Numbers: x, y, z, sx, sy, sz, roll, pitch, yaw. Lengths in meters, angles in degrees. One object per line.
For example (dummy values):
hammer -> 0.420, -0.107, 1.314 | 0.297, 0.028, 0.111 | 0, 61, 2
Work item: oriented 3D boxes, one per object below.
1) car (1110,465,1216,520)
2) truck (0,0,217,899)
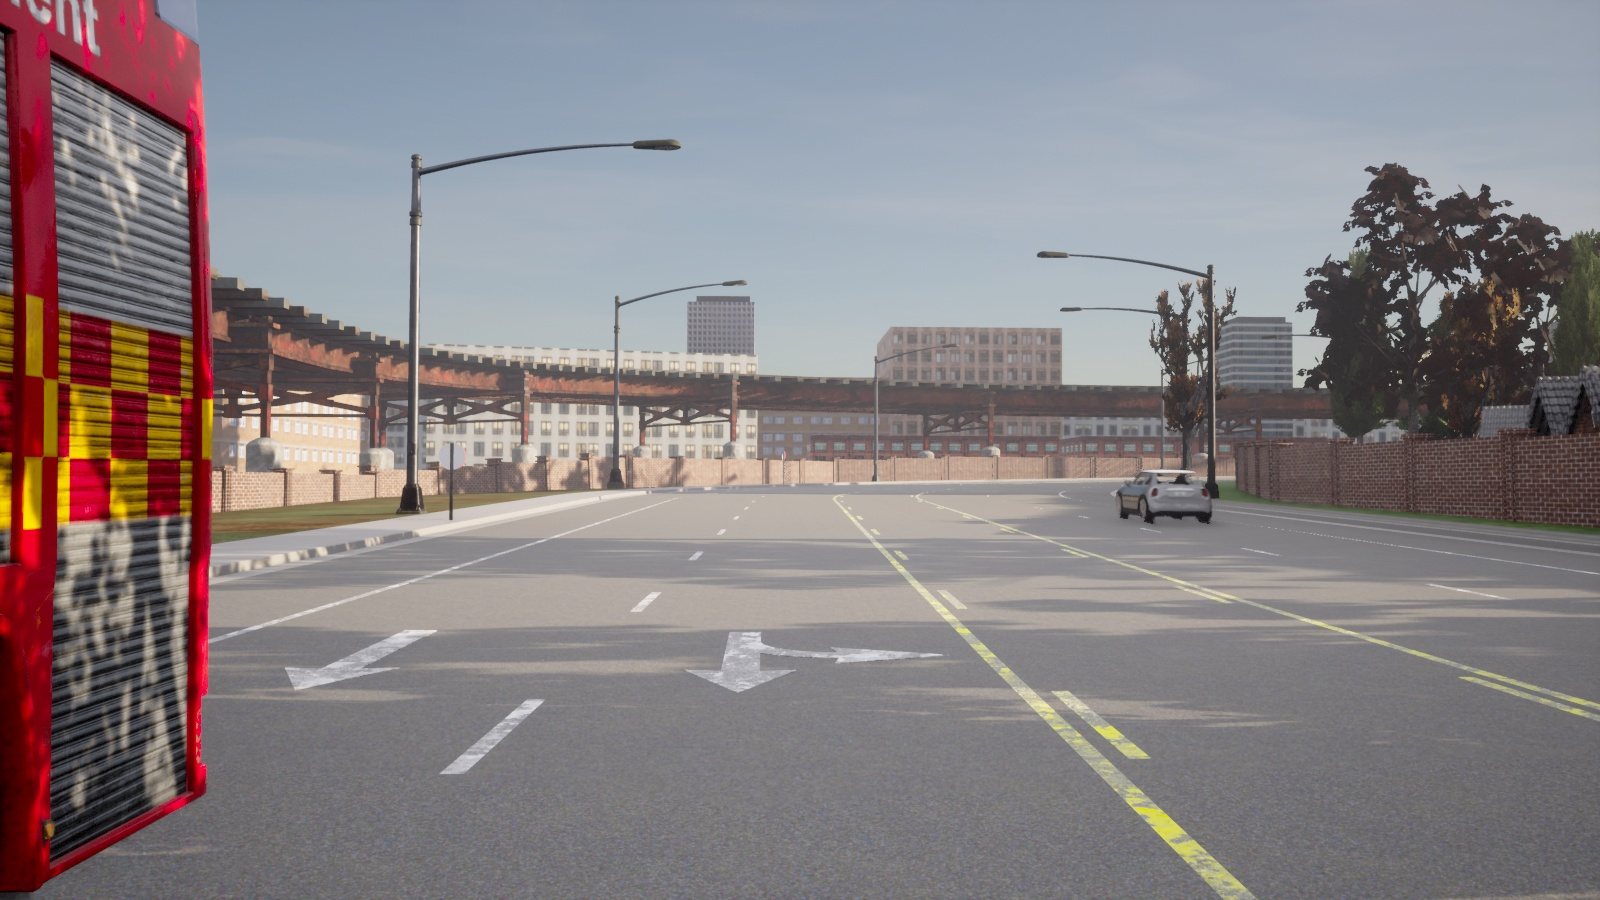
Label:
car -> 10.409, 1.179, 36.298 | 1.970, 1.475, 3.806 | 0, 0, 0
truck -> -3.504, -0.332, 0.213 | 2.891, 3.827, 8.468 | 0, -1, 0
